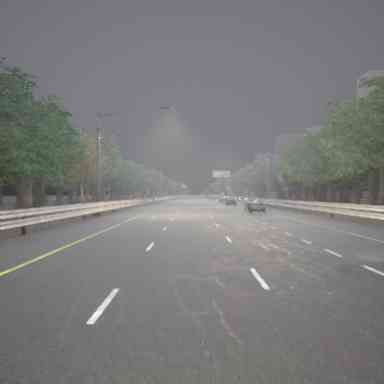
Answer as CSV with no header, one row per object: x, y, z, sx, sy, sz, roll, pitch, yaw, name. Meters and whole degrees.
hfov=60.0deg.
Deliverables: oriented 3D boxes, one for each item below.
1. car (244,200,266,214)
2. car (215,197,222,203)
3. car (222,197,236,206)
7.082,1.652,37.773,2.128,1.511,4.902,0,0,0,car
7.356,1.956,79.809,2.128,1.511,4.902,0,0,1,car
7.221,1.829,62.713,1.837,1.490,4.892,0,0,0,car
